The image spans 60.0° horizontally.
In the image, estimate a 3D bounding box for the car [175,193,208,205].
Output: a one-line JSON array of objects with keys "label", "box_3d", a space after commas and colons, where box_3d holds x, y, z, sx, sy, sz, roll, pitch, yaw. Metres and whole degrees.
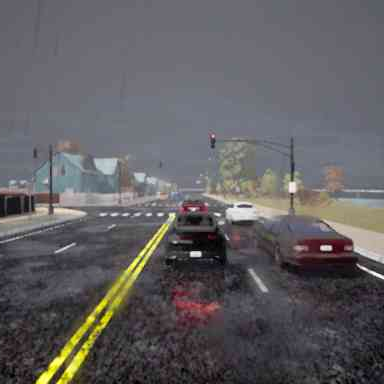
[{"label": "car", "box_3d": [0.070, 1.186, 23.857, 2.097, 1.767, 4.553, 0, 1, -1]}]

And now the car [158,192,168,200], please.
[{"label": "car", "box_3d": [-6.483, 0.885, 74.742, 2.097, 1.767, 4.553, 0, 0, 0]}]

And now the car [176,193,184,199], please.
[{"label": "car", "box_3d": [-3.230, 0.963, 90.355, 2.128, 1.511, 4.902, 0, 0, 0]}]

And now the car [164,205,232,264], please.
[{"label": "car", "box_3d": [0.102, 1.422, 11.472, 1.837, 1.490, 4.892, 0, 1, 0]}]

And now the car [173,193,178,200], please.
[{"label": "car", "box_3d": [-3.233, 1.008, 74.712, 1.882, 1.535, 5.008, 0, 0, 0]}]

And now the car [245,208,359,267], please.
[{"label": "car", "box_3d": [3.364, 1.467, 11.012, 2.033, 1.411, 5.357, 0, 0, -2]}]

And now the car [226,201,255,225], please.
[{"label": "car", "box_3d": [3.354, 1.366, 22.545, 1.812, 1.442, 4.674, 0, 0, 0]}]
